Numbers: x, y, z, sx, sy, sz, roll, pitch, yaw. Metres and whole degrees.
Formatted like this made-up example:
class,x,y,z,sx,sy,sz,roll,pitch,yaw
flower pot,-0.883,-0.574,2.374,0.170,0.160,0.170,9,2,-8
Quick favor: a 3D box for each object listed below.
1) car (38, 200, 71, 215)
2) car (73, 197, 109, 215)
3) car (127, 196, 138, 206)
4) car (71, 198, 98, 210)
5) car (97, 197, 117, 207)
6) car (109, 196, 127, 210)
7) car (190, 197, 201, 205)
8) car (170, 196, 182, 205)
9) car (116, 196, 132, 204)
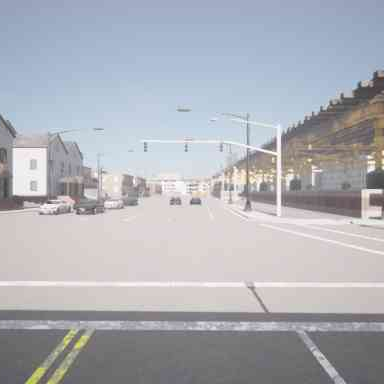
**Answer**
class,x,y,z,sx,sy,sz,roll,pitch,yaw
car,-13.993,1.526,34.244,1.812,1.442,4.674,0,0,1
car,-10.485,1.505,34.541,1.837,1.490,4.892,0,0,1
car,-10.048,1.477,54.253,1.882,1.535,5.008,0,0,1
car,-13.792,1.564,42.954,1.994,1.385,4.181,0,0,2
car,-13.570,1.504,53.186,1.837,1.490,4.892,0,0,1
car,-10.275,1.526,43.778,1.812,1.442,4.674,0,0,1
car,0.644,1.564,58.921,1.994,1.385,4.181,0,0,1
car,-2.855,1.491,58.997,2.128,1.511,4.902,0,0,1
car,-13.252,1.547,65.177,2.033,1.411,5.357,0,0,1
